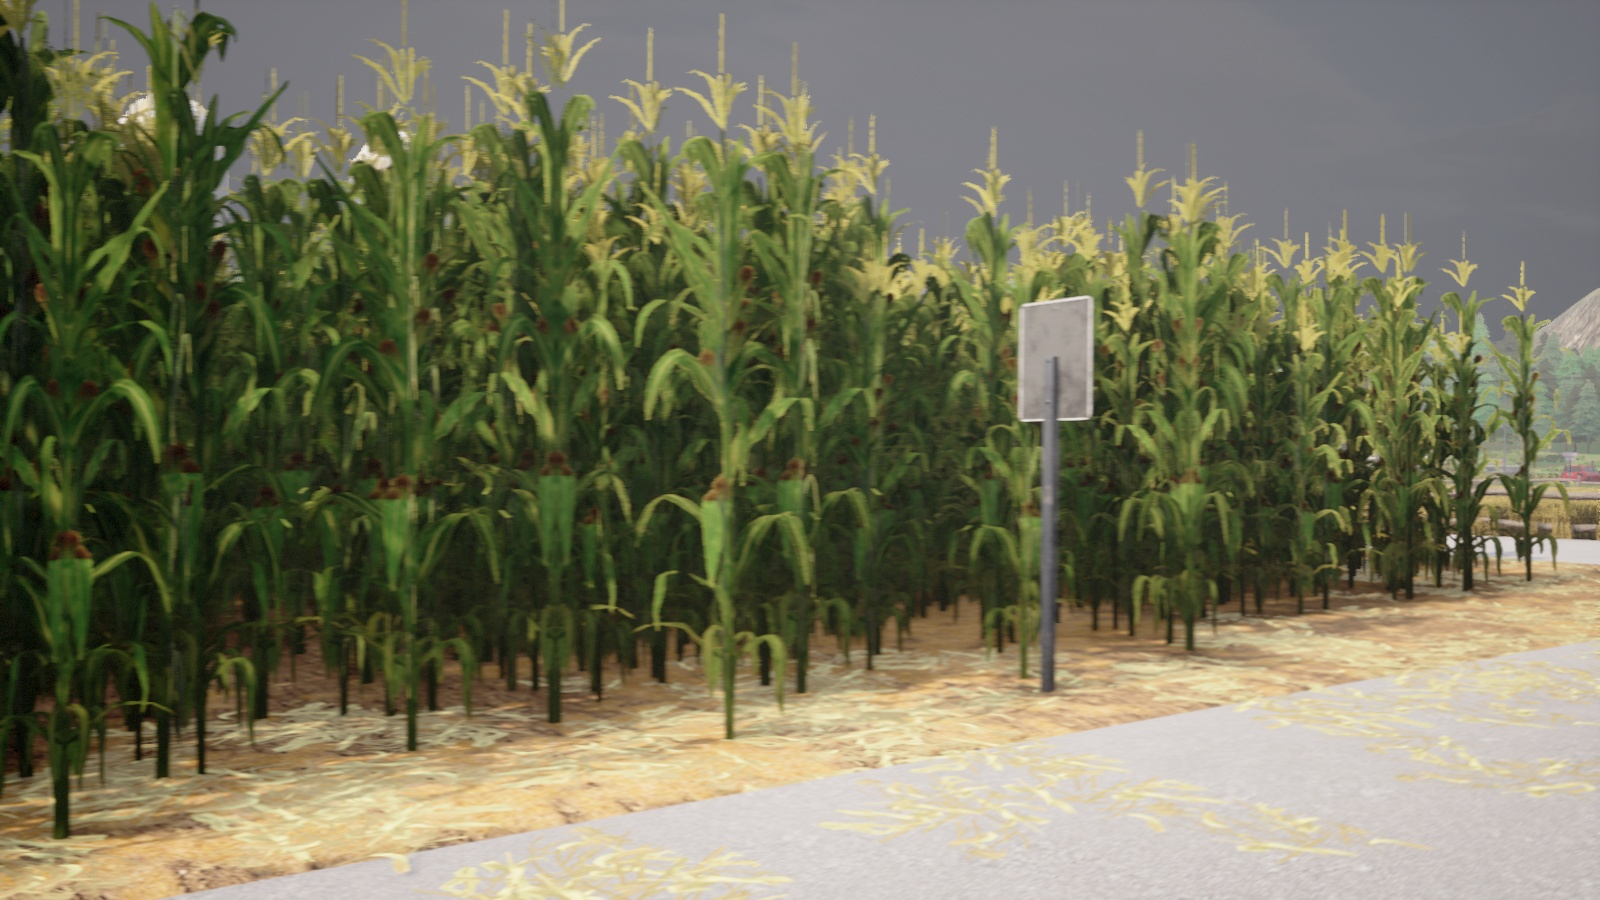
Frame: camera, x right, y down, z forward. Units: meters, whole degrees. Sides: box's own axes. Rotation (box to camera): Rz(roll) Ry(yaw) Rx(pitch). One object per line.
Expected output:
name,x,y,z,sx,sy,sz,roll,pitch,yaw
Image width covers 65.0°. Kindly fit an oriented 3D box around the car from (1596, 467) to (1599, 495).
car,47.684,1.795,71.924,5.366,1.575,1.801,1,-1,-38
